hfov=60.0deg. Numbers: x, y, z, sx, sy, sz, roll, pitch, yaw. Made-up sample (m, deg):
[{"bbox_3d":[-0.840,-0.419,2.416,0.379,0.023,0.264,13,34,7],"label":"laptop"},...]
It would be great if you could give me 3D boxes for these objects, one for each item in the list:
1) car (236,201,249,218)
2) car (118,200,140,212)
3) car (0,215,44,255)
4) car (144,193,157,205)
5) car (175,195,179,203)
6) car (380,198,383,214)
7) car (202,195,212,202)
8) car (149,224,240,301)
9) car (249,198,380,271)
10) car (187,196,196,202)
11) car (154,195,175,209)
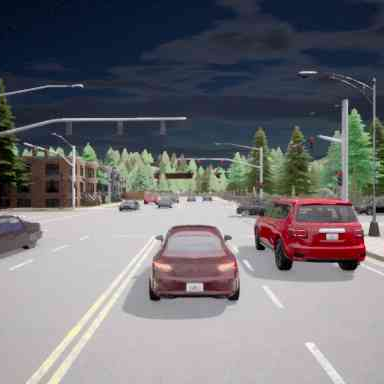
[{"bbox_3d":[6.316,1.505,29.391,4.892,1.490,1.837,0,2,19],"label":"car"},{"bbox_3d":[-7.187,1.564,38.521,1.994,1.385,4.181,0,0,0],"label":"car"},{"bbox_3d":[-7.126,1.547,11.612,2.033,1.411,5.357,0,0,0],"label":"car"},{"bbox_3d":[-7.214,1.223,59.100,2.150,2.045,5.566,0,0,0],"label":"car"},{"bbox_3d":[-3.680,1.351,66.374,2.097,1.767,4.553,0,0,0],"label":"car"},{"bbox_3d":[18.255,1.352,32.480,4.553,1.767,2.097,0,0,0],"label":"car"},{"bbox_3d":[3.342,1.355,74.368,2.097,1.767,4.553,0,0,0],"label":"car"},{"bbox_3d":[0.045,1.526,8.205,1.812,1.442,4.674,0,0,0],"label":"car"},{"bbox_3d":[3.551,1.221,11.086,2.150,2.045,5.566,0,0,0],"label":"car"},{"bbox_3d":[-0.165,1.553,74.595,1.994,1.385,4.181,0,0,0],"label":"car"},{"bbox_3d":[-3.681,1.504,45.635,1.837,1.490,4.892,0,0,-1],"label":"car"}]
